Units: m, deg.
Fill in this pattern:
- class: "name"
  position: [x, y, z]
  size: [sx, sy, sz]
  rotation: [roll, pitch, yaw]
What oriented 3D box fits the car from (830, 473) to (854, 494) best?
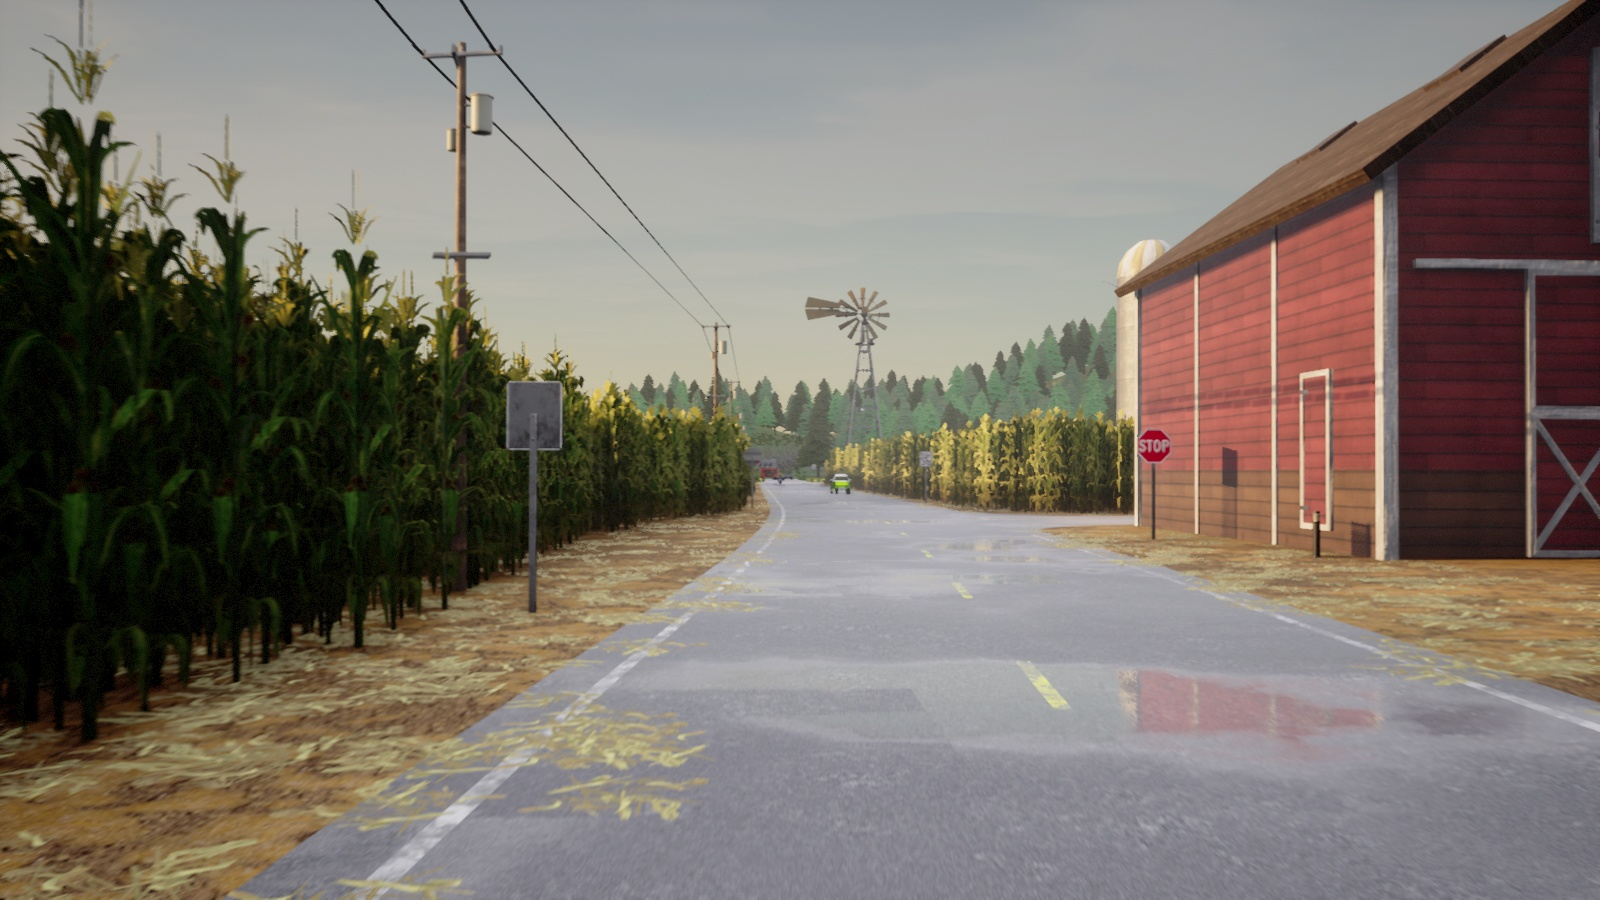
- class: "car"
  position: [2.877, 2.303, 86.242]
  size: [1.481, 1.376, 2.207]
  rotation: [0, -1, -2]
